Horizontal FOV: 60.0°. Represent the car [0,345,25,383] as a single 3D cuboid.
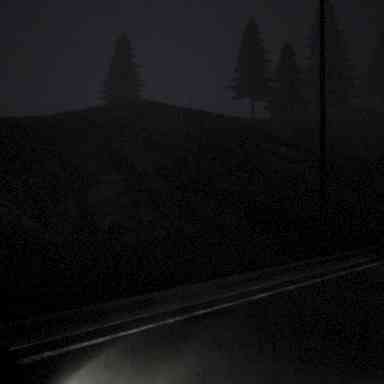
[{"bbox_3d":[-3.506,1.567,1.257,5.357,1.411,2.033,-1,0,-35],"label":"car"}]
